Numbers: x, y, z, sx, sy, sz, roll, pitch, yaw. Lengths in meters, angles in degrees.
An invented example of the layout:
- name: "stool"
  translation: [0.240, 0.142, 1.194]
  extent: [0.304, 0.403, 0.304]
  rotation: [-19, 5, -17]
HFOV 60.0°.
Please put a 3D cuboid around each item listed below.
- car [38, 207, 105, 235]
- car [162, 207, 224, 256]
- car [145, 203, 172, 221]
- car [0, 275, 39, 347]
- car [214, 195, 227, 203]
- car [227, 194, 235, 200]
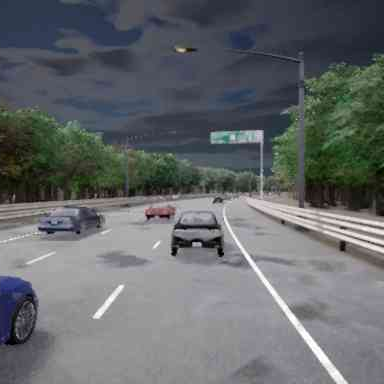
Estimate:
- name: "car"
  translation: [-6.489, 1.513, 18.540]
  extent: [2.033, 1.411, 5.357]
  rotation: [1, 0, 3]
- name: "car"
  translation: [0.248, 1.483, 13.159]
  extent: [2.128, 1.511, 4.902]
  rotation: [0, 0, 2]
- name: "car"
  translation: [-2.454, 1.572, 27.154]
  extent: [1.895, 1.301, 4.718]
  rotation: [0, 0, 4]
- name: "car"
  translation: [-3.376, 1.515, 3.388]
  extent: [1.812, 1.442, 4.674]
  rotation: [0, 0, 1]
- name: "car"
  translation: [5.279, 1.439, 64.917]
  extent: [1.837, 1.490, 4.892]
  rotation: [0, 0, 9]
- name: "car"
  translation: [9.530, 1.422, 88.008]
  extent: [2.128, 1.511, 4.902]
  rotation: [0, 0, 12]
